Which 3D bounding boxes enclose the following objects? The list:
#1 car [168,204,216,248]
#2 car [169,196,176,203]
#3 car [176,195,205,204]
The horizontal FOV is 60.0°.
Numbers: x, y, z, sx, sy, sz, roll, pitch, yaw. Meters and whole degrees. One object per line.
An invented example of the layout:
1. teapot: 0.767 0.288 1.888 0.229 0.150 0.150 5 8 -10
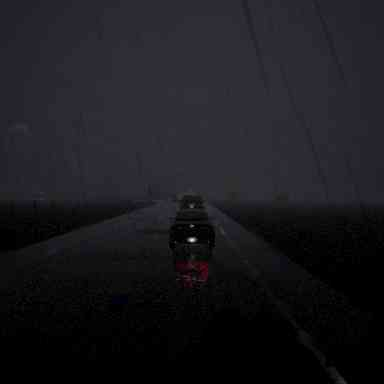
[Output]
1. car: 0.000 1.511 14.652 1.837 1.490 4.892 0 0 0
2. car: -3.500 1.457 66.651 1.882 1.535 5.008 0 0 0
3. car: 0.000 1.244 29.680 2.150 2.045 5.566 0 0 0
